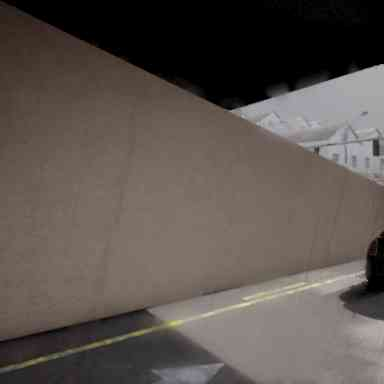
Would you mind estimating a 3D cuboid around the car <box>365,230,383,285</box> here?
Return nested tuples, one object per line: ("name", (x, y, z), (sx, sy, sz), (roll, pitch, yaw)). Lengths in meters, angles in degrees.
("car", (6.358, 1.352, 8.289), (4.553, 1.767, 2.097), (0, 0, -35))
